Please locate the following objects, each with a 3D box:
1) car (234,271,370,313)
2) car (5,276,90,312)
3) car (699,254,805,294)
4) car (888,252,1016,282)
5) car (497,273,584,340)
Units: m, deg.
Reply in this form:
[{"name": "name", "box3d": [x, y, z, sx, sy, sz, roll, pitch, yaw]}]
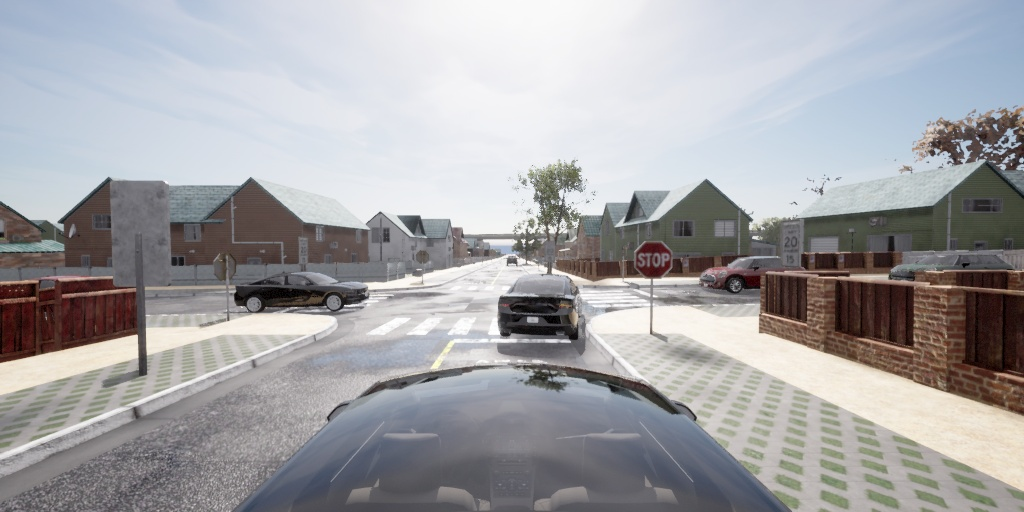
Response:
[{"name": "car", "box3d": [-8.464, 1.377, 14.664, 5.008, 1.535, 1.882, -1, 2, 0]}, {"name": "car", "box3d": [-18.017, 1.547, 14.605, 5.008, 1.535, 1.882, -1, 2, 0]}, {"name": "car", "box3d": [11.812, 0.820, 17.740, 4.553, 1.767, 2.097, -1, 2, 0]}, {"name": "car", "box3d": [21.707, 0.646, 17.808, 4.553, 1.767, 2.097, -1, 2, 0]}, {"name": "car", "box3d": [0.960, 1.225, 10.134, 1.882, 1.535, 5.008, 0, 0, 12]}]
